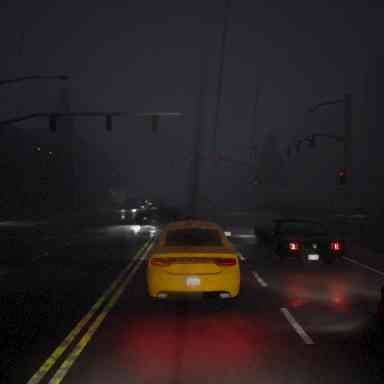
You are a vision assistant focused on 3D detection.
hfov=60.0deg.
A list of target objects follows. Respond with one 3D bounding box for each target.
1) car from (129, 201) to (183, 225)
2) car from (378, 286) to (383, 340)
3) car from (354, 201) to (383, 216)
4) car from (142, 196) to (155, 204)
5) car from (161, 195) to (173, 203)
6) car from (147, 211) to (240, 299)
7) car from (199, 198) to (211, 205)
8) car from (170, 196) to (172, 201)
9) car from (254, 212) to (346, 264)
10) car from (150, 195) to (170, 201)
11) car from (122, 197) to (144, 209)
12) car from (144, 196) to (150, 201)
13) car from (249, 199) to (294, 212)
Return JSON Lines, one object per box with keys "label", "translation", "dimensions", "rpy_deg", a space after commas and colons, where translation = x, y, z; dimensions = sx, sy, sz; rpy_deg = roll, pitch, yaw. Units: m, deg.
{"label": "car", "translation": [-2.228, 1.564, 23.737], "dimensions": [1.994, 1.385, 4.181], "rpy_deg": [0, 0, 27]}
{"label": "car", "translation": [3.596, 1.478, 2.759], "dimensions": [1.882, 1.535, 5.008], "rpy_deg": [0, 0, 0]}
{"label": "car", "translation": [18.758, 1.546, 32.254], "dimensions": [5.357, 1.411, 2.033], "rpy_deg": [0, 0, -2]}
{"label": "car", "translation": [-8.695, 1.548, 67.321], "dimensions": [2.033, 1.411, 5.357], "rpy_deg": [0, 0, -1]}
{"label": "car", "translation": [-5.278, 1.525, 70.879], "dimensions": [2.128, 1.511, 4.902], "rpy_deg": [0, 0, -2]}
{"label": "car", "translation": [0.030, 1.478, 8.523], "dimensions": [1.882, 1.535, 5.008], "rpy_deg": [0, 0, 0]}
{"label": "car", "translation": [2.152, 1.601, 56.786], "dimensions": [1.895, 1.301, 4.718], "rpy_deg": [0, 0, -1]}
{"label": "car", "translation": [-5.072, 1.352, 60.665], "dimensions": [2.097, 1.767, 4.553], "rpy_deg": [0, 0, -1]}
{"label": "car", "translation": [3.497, 1.601, 11.849], "dimensions": [1.895, 1.301, 4.718], "rpy_deg": [0, 0, -1]}
{"label": "car", "translation": [-4.821, 1.564, 50.432], "dimensions": [1.994, 1.385, 4.181], "rpy_deg": [0, 0, -1]}
{"label": "car", "translation": [-8.230, 1.505, 45.535], "dimensions": [1.837, 1.490, 4.892], "rpy_deg": [0, 0, 0]}
{"label": "car", "translation": [-8.450, 1.547, 55.272], "dimensions": [2.033, 1.411, 5.357], "rpy_deg": [0, 0, -1]}
{"label": "car", "translation": [8.446, 1.526, 35.414], "dimensions": [4.674, 1.442, 1.812], "rpy_deg": [0, 0, -2]}
